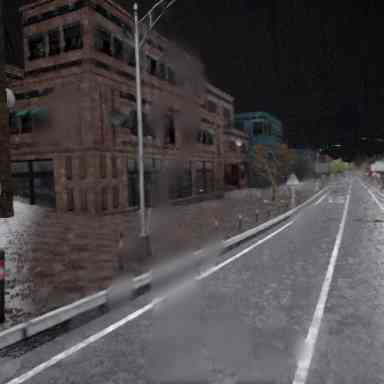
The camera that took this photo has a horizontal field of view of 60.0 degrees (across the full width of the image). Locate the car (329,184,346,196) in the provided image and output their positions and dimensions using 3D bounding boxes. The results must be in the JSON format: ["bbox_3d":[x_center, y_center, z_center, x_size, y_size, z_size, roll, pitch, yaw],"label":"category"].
[{"bbox_3d":[20.981,-0.334,47.971,1.837,1.490,4.892,0,3,26],"label":"car"}]
